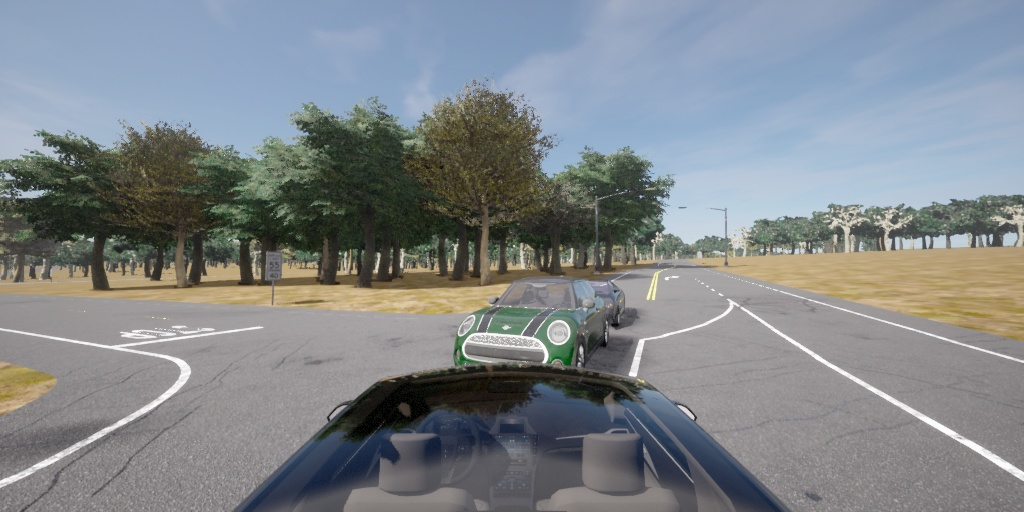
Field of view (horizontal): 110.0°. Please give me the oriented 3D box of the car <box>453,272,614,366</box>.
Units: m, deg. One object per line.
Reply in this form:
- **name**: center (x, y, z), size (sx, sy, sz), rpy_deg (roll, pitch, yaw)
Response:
- **car**: center (0.686, 1.222, 7.422), size (2.097, 1.767, 4.553), rpy_deg (-1, -2, 22)

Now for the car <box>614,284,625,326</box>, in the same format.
- **car**: center (2.913, 1.554, 12.854), size (1.994, 1.385, 4.181), rpy_deg (-2, 0, 22)
